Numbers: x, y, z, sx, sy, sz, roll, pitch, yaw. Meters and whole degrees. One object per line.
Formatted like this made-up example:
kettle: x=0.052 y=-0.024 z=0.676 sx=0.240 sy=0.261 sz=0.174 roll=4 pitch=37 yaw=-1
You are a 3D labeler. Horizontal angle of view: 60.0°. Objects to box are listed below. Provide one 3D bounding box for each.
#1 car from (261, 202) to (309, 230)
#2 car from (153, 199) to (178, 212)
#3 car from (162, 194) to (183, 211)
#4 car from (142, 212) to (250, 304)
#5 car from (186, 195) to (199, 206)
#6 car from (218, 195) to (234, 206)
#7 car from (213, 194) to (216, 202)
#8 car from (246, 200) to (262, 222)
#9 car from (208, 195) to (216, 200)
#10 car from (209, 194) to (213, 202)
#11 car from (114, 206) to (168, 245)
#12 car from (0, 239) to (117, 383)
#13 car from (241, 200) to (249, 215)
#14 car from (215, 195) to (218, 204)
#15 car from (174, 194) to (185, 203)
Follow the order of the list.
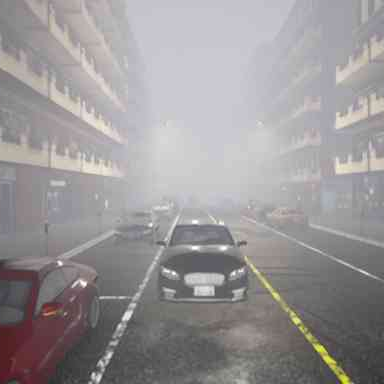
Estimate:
car: x=5.933 y=1.526 z=21.154 sx=1.752 sy=1.417 sz=4.829 roll=-1 pitch=0 yaw=0
car: x=-2.473 y=1.550 z=26.575 sx=2.008 sy=1.369 sz=4.403 roll=-1 pitch=0 yaw=0
car: x=-2.530 y=1.315 z=37.779 sx=2.192 sy=1.841 sz=5.009 roll=-1 pitch=0 yaw=0
car: x=0.222 y=1.491 z=8.349 sx=2.128 sy=1.511 sz=4.902 roll=0 pitch=0 yaw=0
car: x=0.090 y=1.353 z=55.208 sx=2.097 sy=1.767 sz=4.553 roll=0 pitch=0 yaw=0
car: x=5.773 y=1.568 z=54.596 sx=1.947 sy=1.339 sz=4.313 roll=-1 pitch=0 yaw=0
car: x=5.718 y=1.529 z=65.971 sx=1.752 sy=1.417 sz=4.829 roll=-1 pitch=0 yaw=0
car: x=5.908 y=1.566 z=26.586 sx=1.947 sy=1.339 sz=4.313 roll=-1 pitch=0 yaw=0
car: x=5.584 y=1.560 z=93.810 sx=2.008 sy=1.369 sz=4.403 roll=-1 pitch=0 yaw=0
car: x=5.663 y=1.445 z=77.005 sx=1.967 sy=1.590 sz=4.097 roll=-1 pitch=0 yaw=0
car: x=-2.418 y=1.550 z=15.371 sx=2.008 sy=1.369 sz=4.403 roll=-1 pitch=0 yaw=0
car: x=-2.364 y=1.582 z=4.167 sx=1.802 sy=1.307 sz=4.206 roll=-1 pitch=0 yaw=0
car: x=5.879 y=1.441 z=32.189 sx=1.967 sy=1.590 sz=4.097 roll=-1 pitch=0 yaw=0
car: x=5.746 y=1.554 z=60.199 sx=2.008 sy=1.369 sz=4.403 roll=-1 pitch=0 yaw=0
car: x=-2.692 y=1.318 z=71.391 sx=2.192 sy=1.841 sz=5.009 roll=-1 pitch=0 yaw=0
